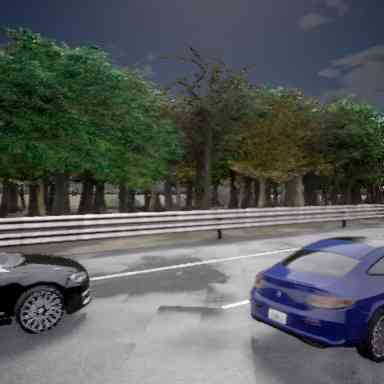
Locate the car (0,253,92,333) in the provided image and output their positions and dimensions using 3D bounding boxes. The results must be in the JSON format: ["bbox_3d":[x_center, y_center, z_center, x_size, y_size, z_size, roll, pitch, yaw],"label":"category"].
[{"bbox_3d":[-4.094,1.473,5.113,4.902,1.511,2.128,0,0,-35],"label":"car"}]

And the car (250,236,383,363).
[{"bbox_3d":[3.059,1.528,5.844,4.674,1.442,1.812,0,0,-34],"label":"car"}]
